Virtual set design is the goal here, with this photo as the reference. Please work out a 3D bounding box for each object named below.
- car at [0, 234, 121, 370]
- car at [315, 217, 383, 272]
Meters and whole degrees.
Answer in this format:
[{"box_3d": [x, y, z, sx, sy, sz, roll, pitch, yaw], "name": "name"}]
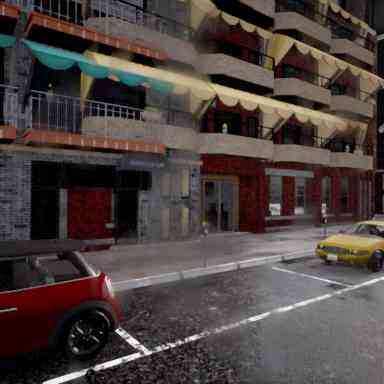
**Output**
[{"box_3d": [-3.125, 1.440, 4.314, 4.097, 1.590, 1.967, 0, 1, -36], "name": "car"}, {"box_3d": [5.928, 1.527, 10.796, 4.829, 1.417, 1.752, 0, 1, -36], "name": "car"}]
